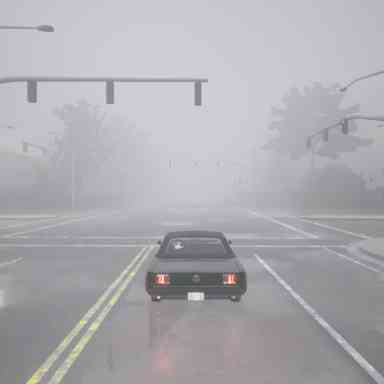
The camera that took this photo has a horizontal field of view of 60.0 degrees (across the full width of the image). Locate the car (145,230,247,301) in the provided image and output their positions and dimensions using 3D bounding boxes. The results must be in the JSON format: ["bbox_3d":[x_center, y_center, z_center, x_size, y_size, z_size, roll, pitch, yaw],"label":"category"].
[{"bbox_3d":[0.066,1.601,8.242,1.895,1.301,4.718,0,0,0],"label":"car"}]
